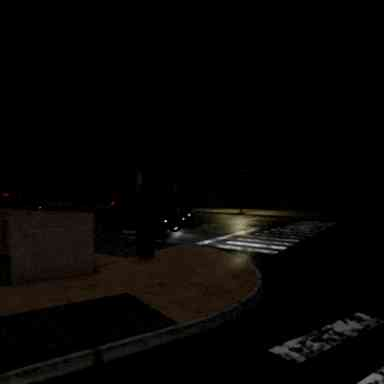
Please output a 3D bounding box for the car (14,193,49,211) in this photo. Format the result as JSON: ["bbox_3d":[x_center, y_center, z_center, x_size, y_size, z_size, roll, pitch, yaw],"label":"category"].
[{"bbox_3d":[-14.008,1.080,27.941,4.181,1.385,1.994,1,1,31],"label":"car"}]

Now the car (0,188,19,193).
[{"bbox_3d":[-23.607,0.456,41.149,5.566,2.045,2.150,1,1,30],"label":"car"}]

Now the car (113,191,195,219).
[{"bbox_3d":[-2.547,0.950,20.844,5.566,2.045,2.150,1,1,31],"label":"car"}]

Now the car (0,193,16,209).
[{"bbox_3d":[-16.137,1.028,25.425,4.902,1.511,2.128,1,1,31],"label":"car"}]

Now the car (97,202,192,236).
[{"bbox_3d":[-2.607,1.387,17.060,4.718,1.301,1.895,1,1,33],"label":"car"}]
